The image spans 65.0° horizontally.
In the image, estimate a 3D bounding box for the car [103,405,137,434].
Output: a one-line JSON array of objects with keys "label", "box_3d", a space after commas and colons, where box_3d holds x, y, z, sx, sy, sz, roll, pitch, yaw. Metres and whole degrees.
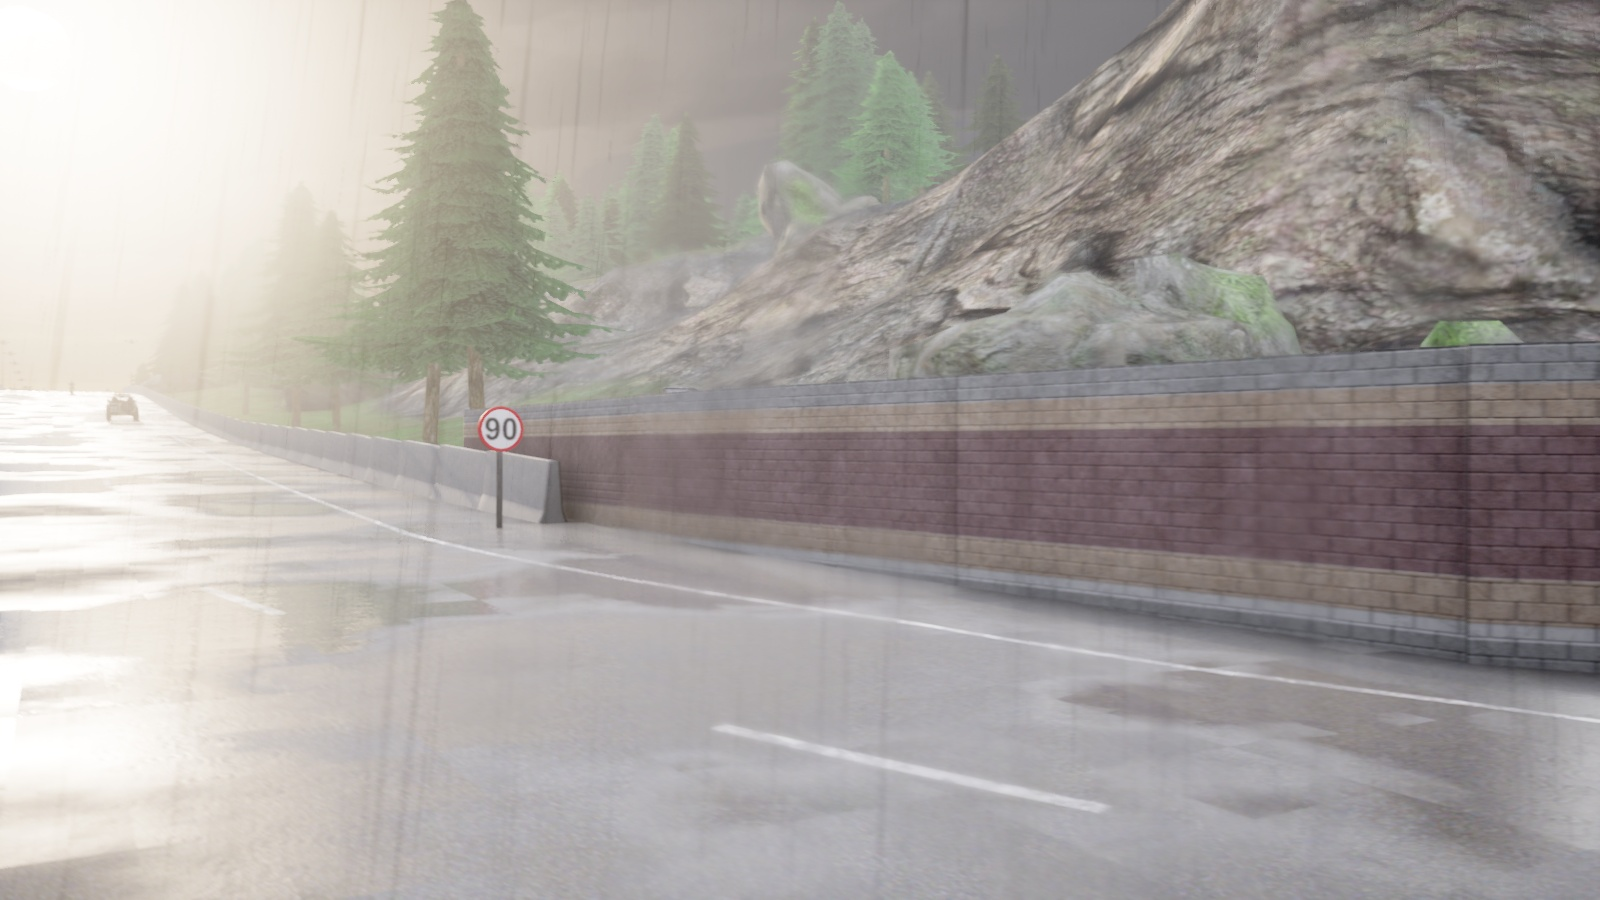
[{"label": "car", "box_3d": [-46.374, -2.102, 85.650, 1.932, 1.855, 4.605, -1, 3, -30]}]
